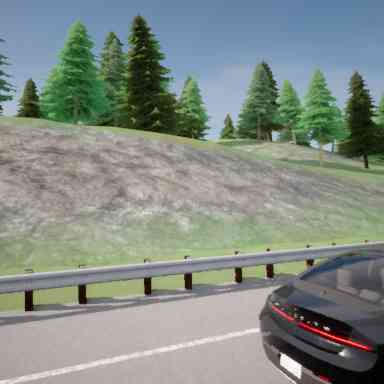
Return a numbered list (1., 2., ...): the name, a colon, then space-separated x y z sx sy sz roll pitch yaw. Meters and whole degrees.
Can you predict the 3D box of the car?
1. car: 3.191 1.506 4.369 4.892 1.490 1.837 0 0 -25
